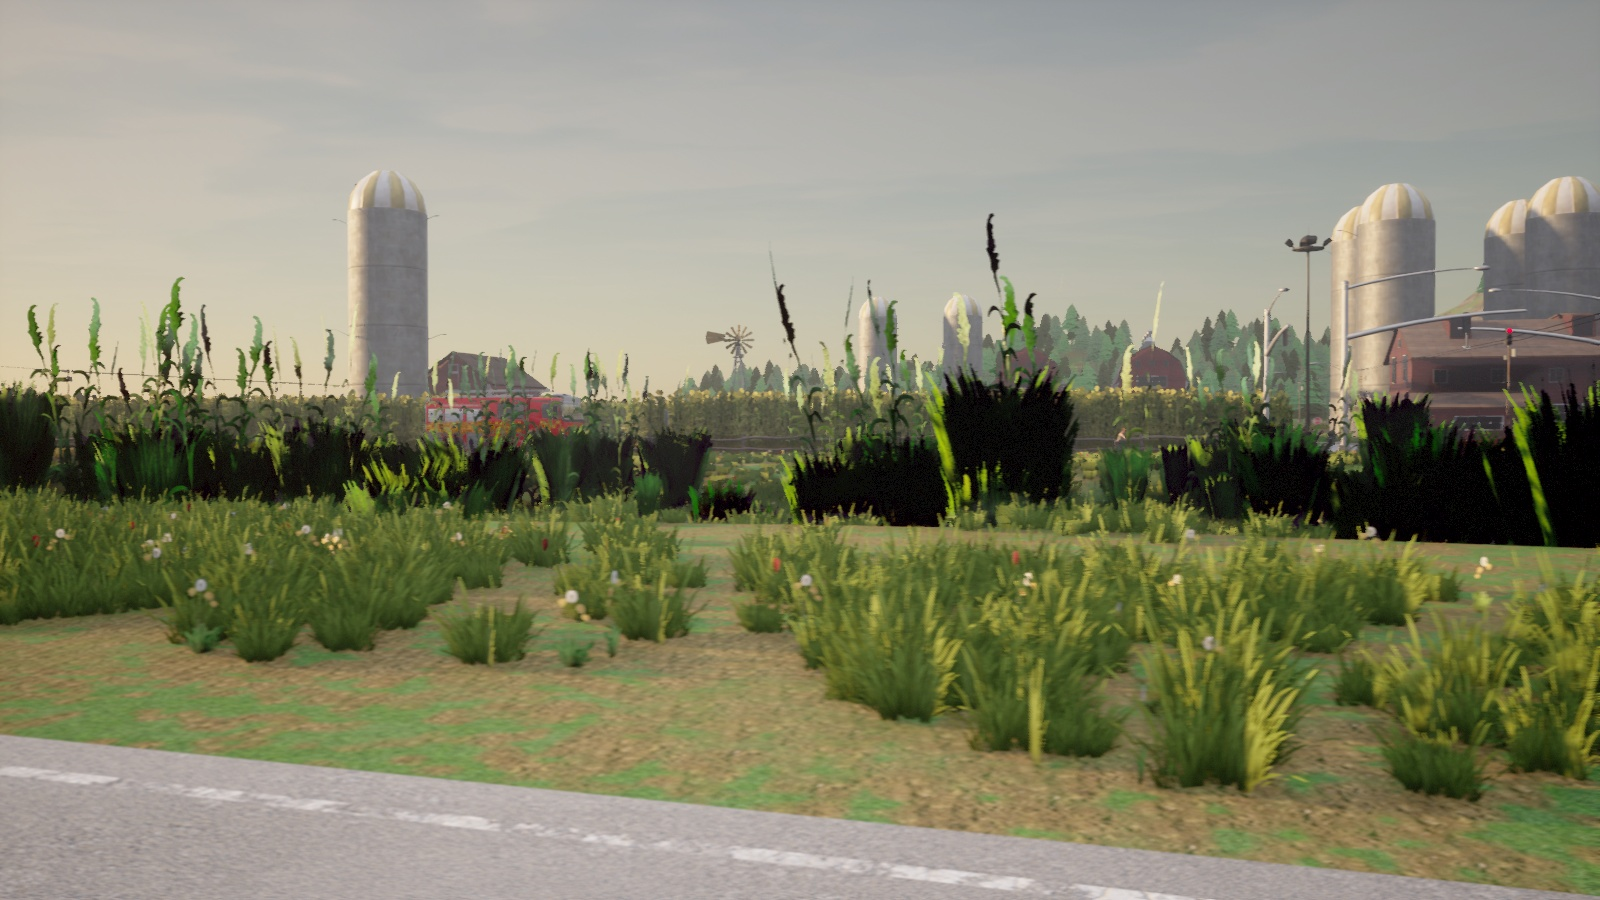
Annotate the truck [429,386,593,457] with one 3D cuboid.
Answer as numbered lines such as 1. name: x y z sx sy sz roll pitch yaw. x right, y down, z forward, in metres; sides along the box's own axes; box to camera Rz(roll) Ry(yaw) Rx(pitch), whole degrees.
1. truck: -16.045 -1.575 69.799 8.468 3.827 2.891 1 1 12
